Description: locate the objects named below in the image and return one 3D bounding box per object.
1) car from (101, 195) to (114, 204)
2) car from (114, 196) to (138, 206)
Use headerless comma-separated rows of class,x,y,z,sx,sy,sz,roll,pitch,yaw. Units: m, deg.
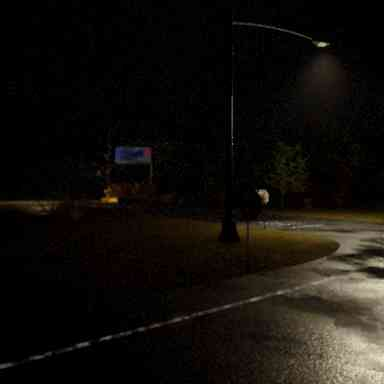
car,-15.352,1.364,61.611,1.882,1.535,5.008,0,0,-34
car,-10.556,1.380,54.509,1.882,1.535,5.008,0,0,-33
